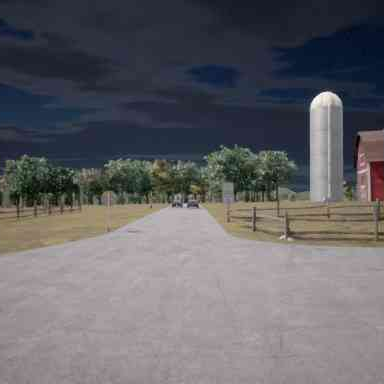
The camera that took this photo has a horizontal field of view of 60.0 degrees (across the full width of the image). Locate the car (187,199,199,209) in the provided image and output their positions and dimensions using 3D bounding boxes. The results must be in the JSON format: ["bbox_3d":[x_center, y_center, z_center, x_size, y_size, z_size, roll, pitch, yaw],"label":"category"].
[{"bbox_3d":[0.152,1.929,54.470,1.837,1.490,4.892,0,-1,0],"label":"car"}]

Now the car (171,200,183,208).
[{"bbox_3d":[-2.584,2.038,59.087,2.033,1.411,5.357,0,-1,0],"label":"car"}]
